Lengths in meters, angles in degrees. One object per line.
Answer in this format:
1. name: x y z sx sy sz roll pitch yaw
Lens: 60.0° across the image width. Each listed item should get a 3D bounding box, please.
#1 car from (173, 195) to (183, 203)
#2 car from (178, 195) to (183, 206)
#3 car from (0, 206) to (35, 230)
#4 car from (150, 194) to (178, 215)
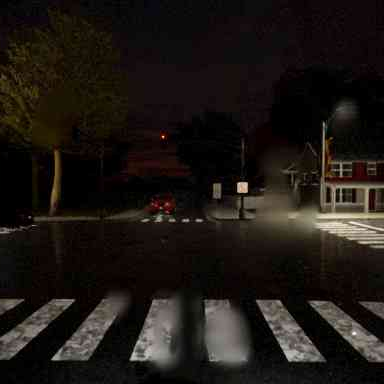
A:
1. car: -2.769 1.413 67.989 1.882 1.535 5.008 0 0 0
2. car: -2.919 1.437 50.024 2.128 1.511 4.902 0 0 0
3. car: -12.155 1.567 20.760 4.181 1.385 1.994 -1 1 -2
4. car: -2.971 1.191 34.480 2.150 2.045 5.566 0 0 0
